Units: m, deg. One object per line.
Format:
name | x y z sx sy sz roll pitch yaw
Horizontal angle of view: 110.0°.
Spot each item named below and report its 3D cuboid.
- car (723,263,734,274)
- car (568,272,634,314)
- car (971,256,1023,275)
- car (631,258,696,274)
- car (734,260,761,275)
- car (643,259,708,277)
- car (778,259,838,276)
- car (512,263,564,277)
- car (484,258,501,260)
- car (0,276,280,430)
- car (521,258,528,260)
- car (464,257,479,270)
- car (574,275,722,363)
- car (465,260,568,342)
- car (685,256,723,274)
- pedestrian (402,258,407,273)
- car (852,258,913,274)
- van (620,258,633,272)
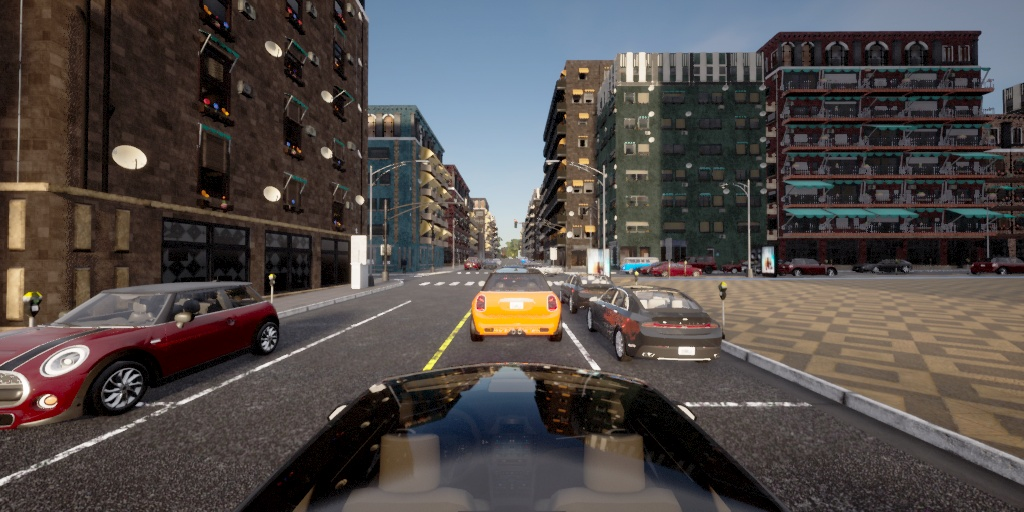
car | 24.833 1.165 38.478 4.507 1.381 1.888 0 0 0
car | 2.823 1.304 13.555 2.007 1.370 4.403 0 0 0
car | 41.350 0.811 29.975 4.097 1.591 1.967 0 0 0
car | 15.218 1.203 35.971 5.357 1.411 2.033 0 -1 0
car | 25.597 1.067 35.893 4.902 1.511 2.128 0 -1 1
car | 13.713 1.162 30.179 4.207 1.307 1.802 0 0 0
car | 24.769 0.935 30.098 4.097 1.591 1.967 0 0 0
car | 2.507 1.335 34.737 4.718 1.301 1.895 -1 -1 36
car | -3.085 1.332 52.441 1.994 1.385 4.181 0 0 0
car | -5.819 1.191 5.751 1.967 1.591 4.097 0 0 0
car | 2.701 1.334 51.747 1.948 1.339 4.313 0 0 0
car | -5.679 1.083 51.789 2.192 1.841 5.009 0 0 0
car | 2.822 1.302 7.985 2.007 1.370 4.403 0 0 0
car | 0.099 1.104 9.965 2.097 1.767 4.553 0 0 0
car | 19.305 0.977 38.518 5.009 1.841 2.192 0 0 0
pedestrian | -12.521 1.097 41.715 0.375 1.860 0.375 0 0 0
car | 36.901 0.991 35.797 4.892 1.490 1.837 -2 -1 1
van | 13.777 1.046 38.559 3.998 1.789 1.690 0 0 0
